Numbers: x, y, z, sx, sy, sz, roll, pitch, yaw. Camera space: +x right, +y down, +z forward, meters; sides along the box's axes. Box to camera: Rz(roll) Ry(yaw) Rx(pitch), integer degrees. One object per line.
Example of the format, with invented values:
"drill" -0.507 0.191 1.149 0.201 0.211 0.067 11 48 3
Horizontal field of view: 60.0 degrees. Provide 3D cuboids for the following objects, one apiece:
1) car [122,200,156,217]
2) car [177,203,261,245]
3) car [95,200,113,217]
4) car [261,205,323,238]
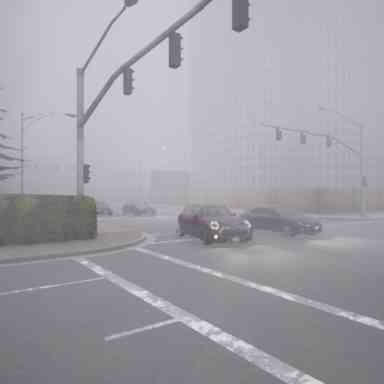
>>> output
"car" -5.155 1.520 31.790 1.812 1.442 4.674 0 0 -35
"car" 0.922 1.347 15.579 2.097 1.767 4.553 0 0 -23
"car" -8.931 1.500 31.049 1.837 1.490 4.892 0 0 -35
"car" 4.585 1.501 17.920 1.837 1.490 4.892 0 -1 -35
